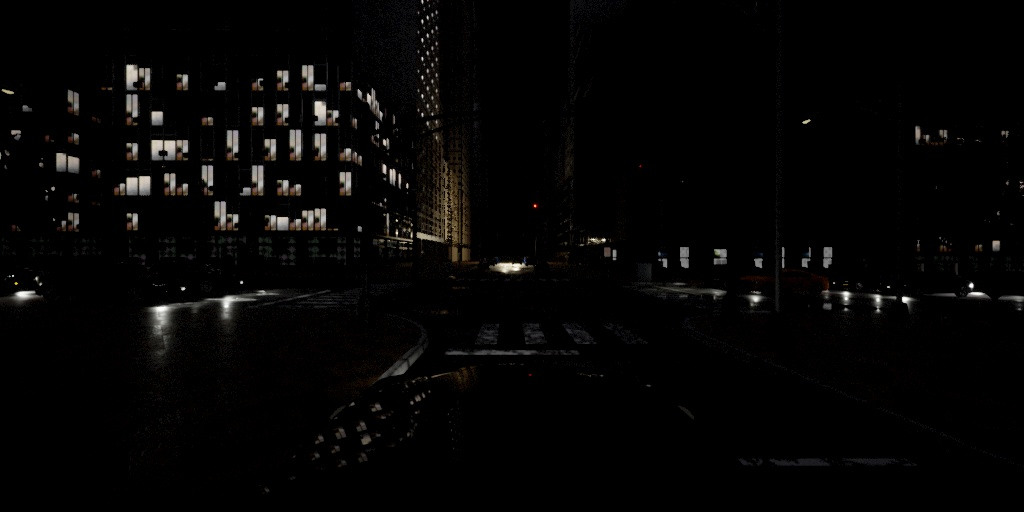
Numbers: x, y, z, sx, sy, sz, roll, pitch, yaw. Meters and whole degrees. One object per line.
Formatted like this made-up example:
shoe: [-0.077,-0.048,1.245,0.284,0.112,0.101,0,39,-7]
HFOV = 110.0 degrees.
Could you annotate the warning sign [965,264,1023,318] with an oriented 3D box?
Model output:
warning sign: [17.262,1.204,12.818,1.060,1.860,1.300,0,0,-3]

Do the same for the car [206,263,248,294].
car: [-15.524,0.994,17.264,4.892,1.490,1.837,1,0,-3]

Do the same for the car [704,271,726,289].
car: [16.320,1.545,25.487,5.008,1.535,1.882,1,0,-3]

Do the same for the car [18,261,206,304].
car: [-15.373,0.998,14.018,4.892,1.490,1.837,1,0,-3]

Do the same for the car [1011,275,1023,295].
car: [35.916,2.021,23.158,4.718,1.301,1.895,1,0,-3]

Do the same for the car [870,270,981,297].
car: [26.129,1.750,22.700,4.892,1.490,1.837,1,0,-3]

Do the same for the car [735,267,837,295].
car: [16.729,1.554,22.252,5.008,1.535,1.882,1,0,-3]

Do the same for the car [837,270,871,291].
car: [25.618,1.739,25.929,4.892,1.490,1.837,1,0,-3]

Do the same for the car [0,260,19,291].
car: [-24.429,0.890,16.844,4.181,1.385,1.994,1,0,-3]

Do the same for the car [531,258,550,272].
car: [3.873,1.328,46.604,1.948,1.339,4.313,0,0,0]

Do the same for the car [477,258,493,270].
car: [-4.086,1.342,52.087,1.802,1.307,4.207,0,0,0]
